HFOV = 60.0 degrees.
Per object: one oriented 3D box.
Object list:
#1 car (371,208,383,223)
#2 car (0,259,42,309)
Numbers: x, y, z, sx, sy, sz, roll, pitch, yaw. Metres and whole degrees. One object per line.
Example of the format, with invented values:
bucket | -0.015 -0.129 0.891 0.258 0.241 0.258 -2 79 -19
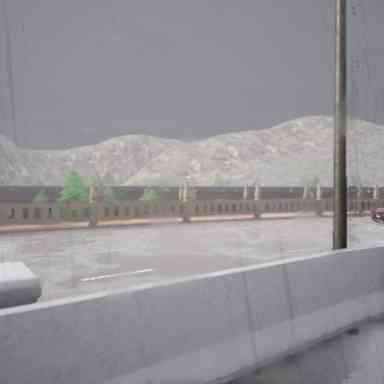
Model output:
car | 14.883 1.387 23.287 5.008 1.535 1.882 0 0 -21
car | -4.840 1.570 4.720 4.718 1.301 1.895 0 0 -36
